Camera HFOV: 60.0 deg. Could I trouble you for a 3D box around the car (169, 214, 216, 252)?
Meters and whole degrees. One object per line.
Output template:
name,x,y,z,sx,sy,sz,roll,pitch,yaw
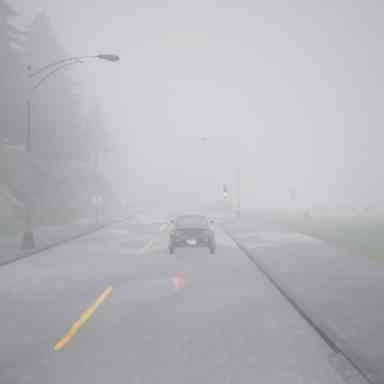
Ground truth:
car,0.007,1.664,14.378,1.812,1.442,4.674,0,0,0
